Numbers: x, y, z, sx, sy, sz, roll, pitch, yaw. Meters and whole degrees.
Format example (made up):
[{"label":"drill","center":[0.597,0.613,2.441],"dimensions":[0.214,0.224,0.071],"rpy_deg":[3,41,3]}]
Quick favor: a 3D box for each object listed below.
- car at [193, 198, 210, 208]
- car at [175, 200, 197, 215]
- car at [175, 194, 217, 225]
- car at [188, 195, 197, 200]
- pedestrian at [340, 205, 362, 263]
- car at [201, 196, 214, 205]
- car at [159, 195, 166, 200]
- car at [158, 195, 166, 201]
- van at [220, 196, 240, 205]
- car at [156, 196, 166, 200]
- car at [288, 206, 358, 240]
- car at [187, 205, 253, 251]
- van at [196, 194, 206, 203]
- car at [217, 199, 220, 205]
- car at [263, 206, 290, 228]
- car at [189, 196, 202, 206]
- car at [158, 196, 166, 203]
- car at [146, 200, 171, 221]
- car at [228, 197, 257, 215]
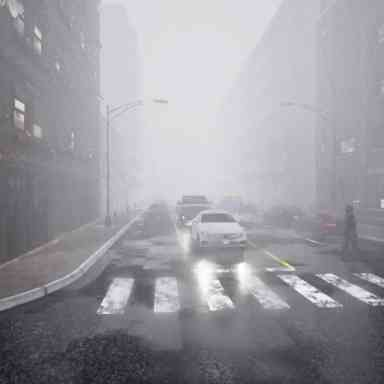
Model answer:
[{"label":"car","center":[1.343,1.597,47.923],"dimensions":[1.895,1.301,4.718],"rpy_deg":[0,0,-5]},{"label":"car","center":[-0.690,1.558,34.095],"dimensions":[1.994,1.385,4.181],"rpy_deg":[0,0,-5]},{"label":"car","center":[0.137,1.216,24.091],"dimensions":[2.150,2.045,5.566],"rpy_deg":[0,0,-5]},{"label":"car","center":[0.068,1.566,93.679],"dimensions":[2.008,1.369,4.403],"rpy_deg":[-1,0,-5]},{"label":"pedestrian","center":[4.945,1.291,10.386],"dimensions":[0.375,1.860,0.375],"rpy_deg":[0,1,-5]},{"label":"car","center":[2.843,1.525,60.825],"dimensions":[1.752,1.417,4.829],"rpy_deg":[0,0,-5]},{"label":"car","center":[-8.284,1.559,92.986],"dimensions":[1.887,1.381,4.507],"rpy_deg":[0,0,-5]},{"label":"car","center":[-7.819,1.577,87.482],"dimensions":[1.947,1.339,4.313],"rpy_deg":[0,0,-5]},{"label":"van","center":[4.717,1.336,38.641],"dimensions":[1.690,1.788,3.998],"rpy_deg":[0,0,-5]},{"label":"car","center":[-4.099,1.540,43.452],"dimensions":[1.887,1.381,4.507],"rpy_deg":[0,0,-5]},{"label":"car","center":[6.579,1.578,16.626],"dimensions":[1.802,1.307,4.206],"rpy_deg":[0,0,-5]},{"label":"car","center":[0.984,1.521,14.238],"dimensions":[1.812,1.442,4.674],"rpy_deg":[0,0,-5]},{"label":"van","center":[1.926,1.345,71.664],"dimensions":[1.690,1.788,3.998],"rpy_deg":[-1,0,-5]},{"label":"car","center":[4.253,1.562,44.145],"dimensions":[1.947,1.339,4.313],"rpy_deg":[0,0,-5]},{"label":"car","center":[6.114,1.561,22.130],"dimensions":[1.947,1.339,4.313],"rpy_deg":[0,0,-5]},{"label":"car","center":[0.509,1.503,57.707],"dimensions":[1.837,1.490,4.892],"rpy_deg":[0,0,-5]},{"label":"car","center":[-6.411,1.528,70.802],"dimensions":[1.752,1.417,4.829],"rpy_deg":[0,0,-5]},{"label":"car","center":[-2.704,1.560,26.940],"dimensions":[1.947,1.339,4.313],"rpy_deg":[0,0,-5]},{"label":"car","center":[5.183,1.540,33.137],"dimensions":[1.887,1.381,4.507],"rpy_deg":[0,0,-5]}]
